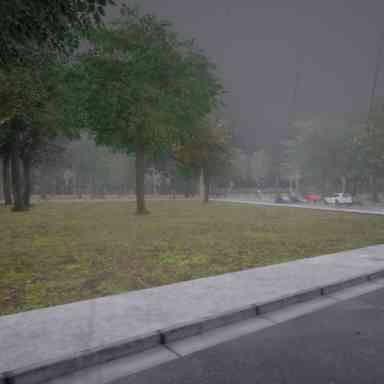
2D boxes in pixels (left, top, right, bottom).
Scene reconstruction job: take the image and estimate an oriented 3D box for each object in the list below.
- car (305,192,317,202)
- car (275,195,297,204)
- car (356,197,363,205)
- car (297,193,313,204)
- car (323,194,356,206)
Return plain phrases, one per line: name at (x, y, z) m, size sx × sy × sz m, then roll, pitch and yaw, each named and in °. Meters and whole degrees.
car at (24.945, 1.118, 72.249) m, size 2.150 × 2.045 × 5.566 m, roll 0°, pitch 0°, yaw -12°
car at (17.114, 1.554, 62.198) m, size 1.812 × 1.442 × 4.674 m, roll 0°, pitch 0°, yaw -12°
car at (27.874, 1.554, 58.737) m, size 2.128 × 1.511 × 4.902 m, roll 0°, pitch 0°, yaw -12°
car at (20.213, 1.533, 63.266) m, size 2.128 × 1.511 × 4.902 m, roll 0°, pitch 0°, yaw -12°
car at (24.886, 1.274, 57.139) m, size 2.150 × 2.045 × 5.566 m, roll 0°, pitch 0°, yaw -12°
